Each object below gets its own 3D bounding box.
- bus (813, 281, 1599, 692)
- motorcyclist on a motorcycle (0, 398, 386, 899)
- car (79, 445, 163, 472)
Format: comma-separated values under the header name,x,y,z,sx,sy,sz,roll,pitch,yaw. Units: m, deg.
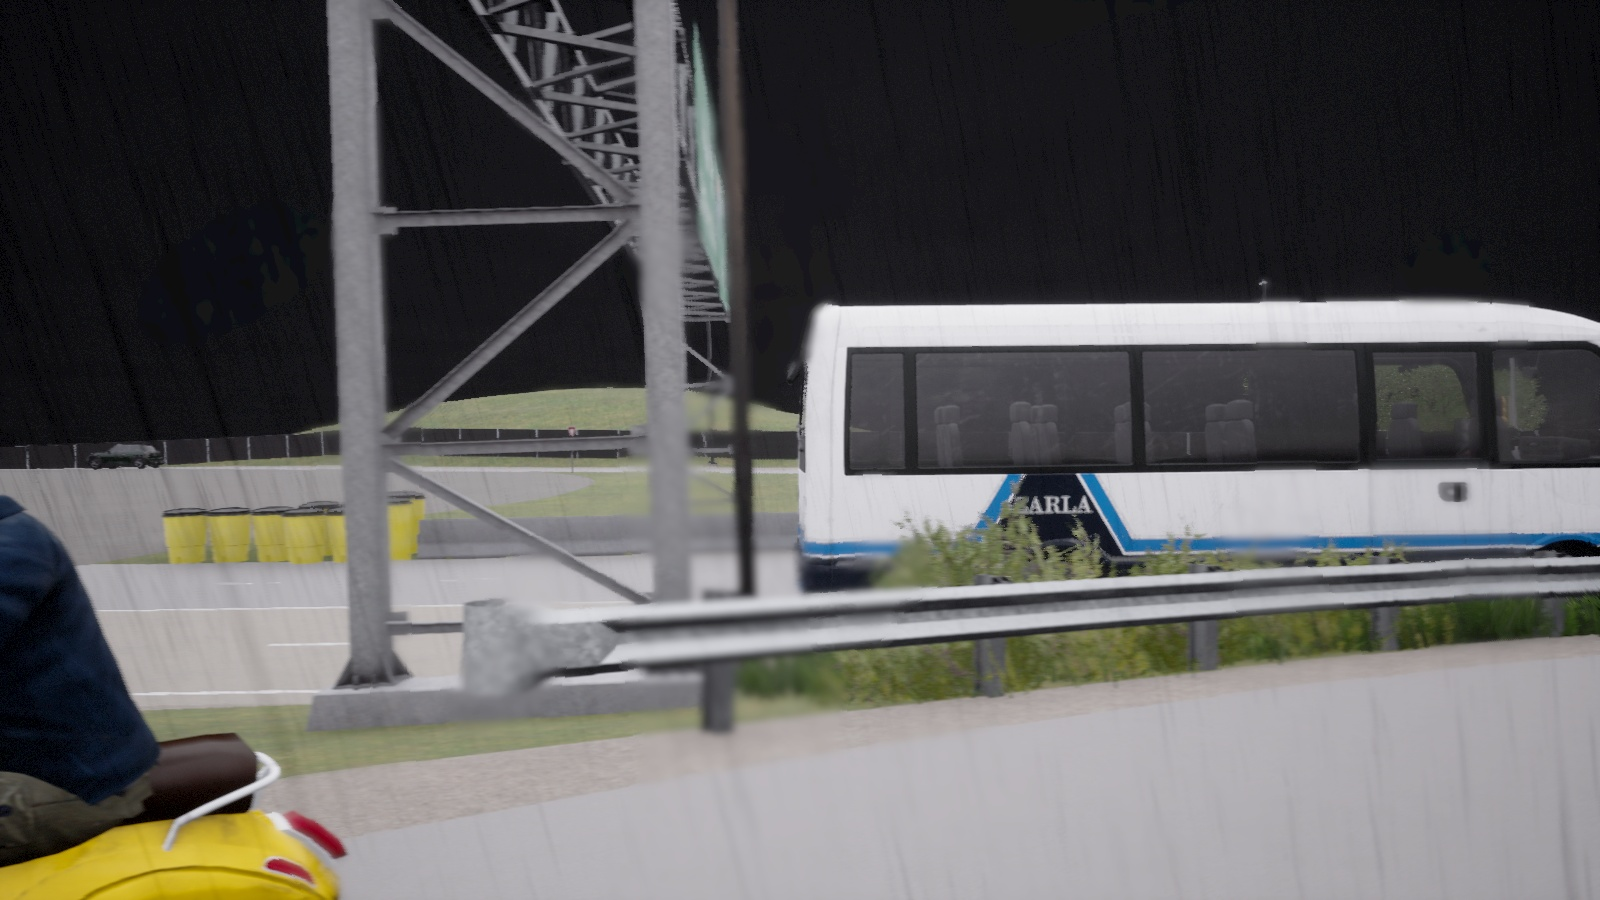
name,x,y,z,sx,sy,sz,roll,pitch,yaw
bus,5.399,0.337,15.393,10.273,4.253,3.944,-1,1,-2
motorcyclist on a motorcycle,-1.837,0.705,2.404,1.817,1.590,0.866,0,0,-34
car,-46.163,0.572,85.422,4.553,1.767,2.097,-1,1,2
